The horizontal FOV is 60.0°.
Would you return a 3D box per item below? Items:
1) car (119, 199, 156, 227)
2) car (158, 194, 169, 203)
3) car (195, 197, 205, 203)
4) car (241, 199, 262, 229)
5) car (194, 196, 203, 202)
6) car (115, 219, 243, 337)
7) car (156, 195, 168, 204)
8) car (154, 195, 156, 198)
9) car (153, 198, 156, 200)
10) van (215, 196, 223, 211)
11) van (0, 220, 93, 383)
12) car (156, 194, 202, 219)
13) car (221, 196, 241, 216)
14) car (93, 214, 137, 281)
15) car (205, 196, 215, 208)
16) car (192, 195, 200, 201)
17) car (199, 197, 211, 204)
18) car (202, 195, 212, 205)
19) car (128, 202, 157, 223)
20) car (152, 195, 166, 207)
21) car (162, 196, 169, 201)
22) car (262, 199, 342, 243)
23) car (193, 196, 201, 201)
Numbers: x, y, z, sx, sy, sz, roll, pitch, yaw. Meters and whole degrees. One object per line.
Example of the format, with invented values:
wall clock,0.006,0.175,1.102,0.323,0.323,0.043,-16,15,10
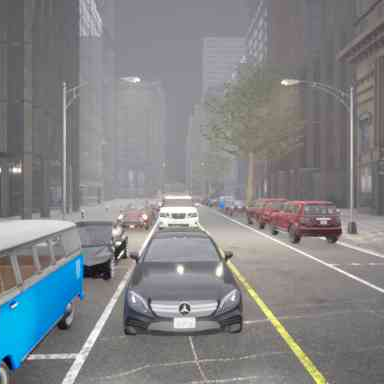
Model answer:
car,-3.562,1.464,21.153,1.967,1.590,4.097,0,0,-3
car,-6.585,1.499,77.460,2.192,1.841,5.009,0,0,-3
car,1.929,1.750,77.909,1.947,1.339,4.313,0,0,-3
car,4.952,1.339,21.596,2.192,1.841,5.009,0,0,-3
car,1.617,1.733,83.711,1.752,1.417,4.829,0,0,-3
car,-0.223,1.530,6.861,1.812,1.442,4.674,0,0,-3
car,-5.981,1.455,66.199,2.192,1.841,5.009,0,0,-3
car,-5.065,1.603,49.137,1.752,1.417,4.829,0,0,-3
car,-4.469,1.635,38.046,1.802,1.307,4.206,0,0,-3
van,4.045,1.395,38.491,1.690,1.788,3.998,0,0,-3
van,-2.655,1.343,4.260,1.690,1.788,3.998,0,0,-3
car,-0.835,1.243,20.178,2.150,2.045,5.566,0,0,-3
car,4.347,1.484,32.859,1.967,1.590,4.097,0,0,-3
car,-2.958,1.573,9.891,1.947,1.339,4.313,0,0,-3
car,3.440,1.660,49.753,1.802,1.307,4.206,0,0,-3
car,1.022,1.697,94.805,1.967,1.590,4.097,0,0,-3
car,2.533,1.685,66.647,1.887,1.381,4.507,0,0,-3
car,3.137,1.664,55.383,1.947,1.339,4.313,0,0,-3
car,-3.864,1.578,26.783,1.887,1.381,4.507,0,0,-3
car,-5.376,1.413,54.937,2.192,1.841,5.009,0,0,-3
car,-7.491,1.823,94.352,1.947,1.339,4.313,0,0,-3
car,5.254,1.330,15.965,2.192,1.841,5.009,0,0,-3
car,1.324,1.813,89.172,1.802,1.307,4.206,0,0,-3
